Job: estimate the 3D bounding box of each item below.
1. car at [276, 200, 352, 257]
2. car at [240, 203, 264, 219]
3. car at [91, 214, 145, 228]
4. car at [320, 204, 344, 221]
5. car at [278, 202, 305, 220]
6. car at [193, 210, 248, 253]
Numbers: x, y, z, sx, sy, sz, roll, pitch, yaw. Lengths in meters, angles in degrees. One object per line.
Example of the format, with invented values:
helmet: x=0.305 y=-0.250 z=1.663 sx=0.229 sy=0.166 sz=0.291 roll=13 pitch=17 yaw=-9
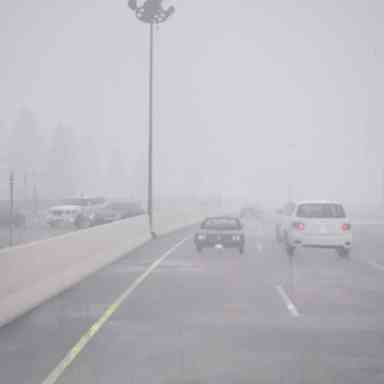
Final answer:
car: x=4.773 y=1.326 z=13.703 sx=2.150 sy=2.045 sz=5.566 roll=0 pitch=0 yaw=9
car: x=5.666 y=1.721 z=31.306 sx=1.812 sy=1.442 sz=4.674 roll=0 pitch=0 yaw=19
car: x=-4.644 y=1.417 z=21.158 sx=2.097 sy=1.767 sz=4.553 roll=0 pitch=0 yaw=13
car: x=13.102 y=1.856 z=31.352 sx=1.895 sy=1.301 sz=4.718 roll=0 pitch=0 yaw=21
car: x=9.446 y=1.718 z=31.405 sx=2.128 sy=1.511 sz=4.902 roll=0 pitch=0 yaw=20
car: x=1.305 y=1.680 z=14.147 sx=1.895 sy=1.301 sz=4.718 roll=0 pitch=0 yaw=9
